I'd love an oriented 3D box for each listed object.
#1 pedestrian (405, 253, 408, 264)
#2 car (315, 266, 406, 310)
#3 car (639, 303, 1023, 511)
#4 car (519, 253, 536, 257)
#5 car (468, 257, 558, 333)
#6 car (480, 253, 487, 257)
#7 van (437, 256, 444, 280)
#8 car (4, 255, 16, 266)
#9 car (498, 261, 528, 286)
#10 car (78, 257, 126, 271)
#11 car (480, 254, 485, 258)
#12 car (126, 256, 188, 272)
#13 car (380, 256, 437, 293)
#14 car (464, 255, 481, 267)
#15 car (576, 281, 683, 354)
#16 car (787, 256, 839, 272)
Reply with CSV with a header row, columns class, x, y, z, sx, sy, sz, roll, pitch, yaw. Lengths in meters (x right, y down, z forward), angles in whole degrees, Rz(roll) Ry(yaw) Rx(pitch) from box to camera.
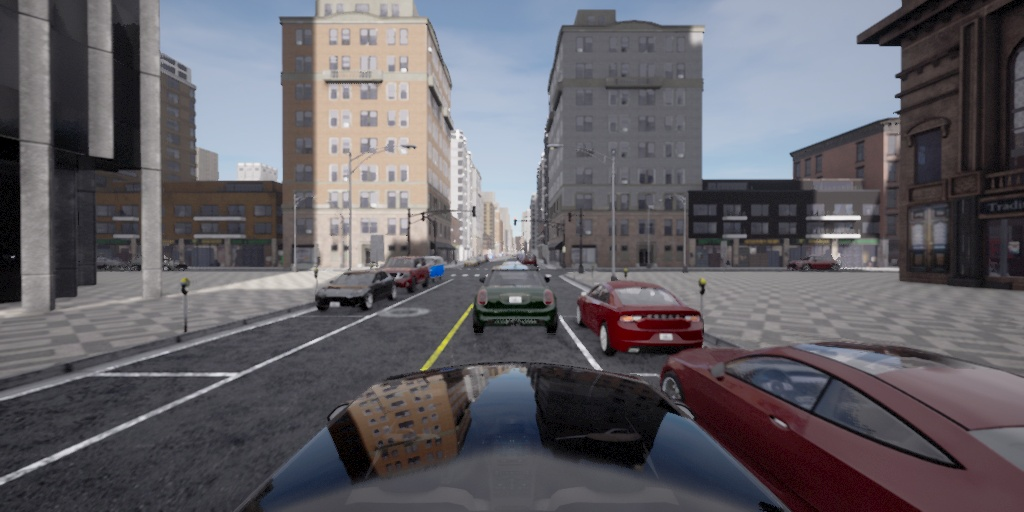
class,x,y,z,sx,sy,sz,roll,pitch,yaw
pedestrian,-12.627,0.526,43.302,0.375,1.860,0.375,0,0,1
car,-5.879,1.220,14.076,1.948,1.339,4.313,0,0,0
car,2.668,1.324,2.788,1.802,1.307,4.207,0,0,0
car,2.576,0.613,52.363,2.192,1.841,5.009,0,0,0
car,0.080,1.033,10.578,2.097,1.767,4.553,0,0,0
car,-5.971,0.707,63.514,1.751,1.417,4.829,0,0,0
van,-5.900,0.907,25.358,1.690,1.789,3.998,0,0,0
car,-52.404,0.585,37.701,4.674,1.442,1.812,0,0,1
car,0.056,1.099,24.547,1.812,1.442,4.674,0,0,0
car,-46.331,0.888,40.663,4.902,1.511,2.128,0,0,1
car,-5.961,0.806,58.029,1.948,1.339,4.313,0,0,0
car,-36.652,0.786,37.403,4.553,1.767,2.097,0,0,1
car,-5.889,0.926,19.717,2.192,1.841,5.009,0,0,0
car,-5.950,0.824,52.204,1.751,1.417,4.829,0,0,0
car,2.657,1.243,8.427,1.888,1.381,4.507,0,0,0
car,33.181,0.782,39.643,4.553,1.767,2.097,0,0,1
